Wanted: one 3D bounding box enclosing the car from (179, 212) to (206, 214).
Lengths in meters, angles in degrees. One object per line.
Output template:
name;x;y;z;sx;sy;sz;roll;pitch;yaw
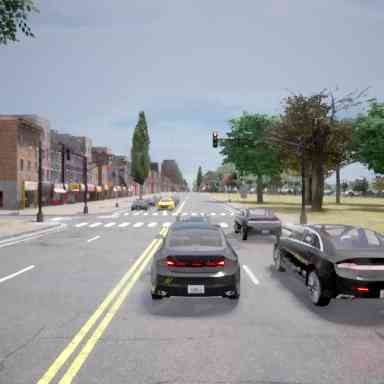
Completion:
car;0.045;1.687;17.771;1.895;1.301;4.718;0;0;0

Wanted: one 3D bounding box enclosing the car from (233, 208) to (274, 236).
car;3.290;1.575;17.236;2.128;1.511;4.902;0;0;0

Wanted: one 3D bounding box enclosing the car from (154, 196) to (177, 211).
car;-3.366;1.583;43.663;1.882;1.535;5.008;0;0;1

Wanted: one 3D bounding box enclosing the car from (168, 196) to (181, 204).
car;-3.325;1.488;64.140;2.033;1.411;5.357;0;1;0

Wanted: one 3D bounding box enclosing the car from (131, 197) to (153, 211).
car;-6.617;1.671;43.082;1.994;1.385;4.181;0;0;0

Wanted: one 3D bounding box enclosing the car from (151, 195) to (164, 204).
car;-6.575;1.434;63.841;2.128;1.511;4.902;0;1;0

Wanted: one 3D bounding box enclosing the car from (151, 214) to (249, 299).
car;0.078;1.530;8.466;1.837;1.490;4.892;0;0;0

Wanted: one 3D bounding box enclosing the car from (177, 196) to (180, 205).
car;-3.362;1.600;53.576;1.994;1.385;4.181;0;0;0

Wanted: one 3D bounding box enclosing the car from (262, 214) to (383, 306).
car;3.327;1.514;8.026;2.128;1.511;4.902;0;0;0

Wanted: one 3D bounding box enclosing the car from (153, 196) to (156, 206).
car;-6.616;1.584;53.447;2.033;1.411;5.357;0;0;0
